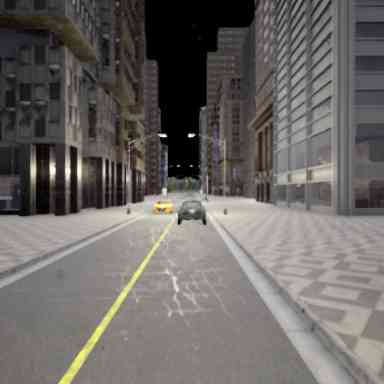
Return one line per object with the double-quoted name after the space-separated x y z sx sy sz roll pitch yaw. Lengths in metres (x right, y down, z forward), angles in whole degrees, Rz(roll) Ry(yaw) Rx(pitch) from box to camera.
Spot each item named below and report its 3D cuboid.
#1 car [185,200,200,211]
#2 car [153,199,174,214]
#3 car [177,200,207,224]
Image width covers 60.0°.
0.055 1.690 43.068 1.895 1.301 4.718 0 0 0 "car"
-3.047 1.552 36.274 1.882 1.535 5.008 0 0 1 "car"
0.015 1.403 25.447 2.097 1.767 4.553 0 0 1 "car"
